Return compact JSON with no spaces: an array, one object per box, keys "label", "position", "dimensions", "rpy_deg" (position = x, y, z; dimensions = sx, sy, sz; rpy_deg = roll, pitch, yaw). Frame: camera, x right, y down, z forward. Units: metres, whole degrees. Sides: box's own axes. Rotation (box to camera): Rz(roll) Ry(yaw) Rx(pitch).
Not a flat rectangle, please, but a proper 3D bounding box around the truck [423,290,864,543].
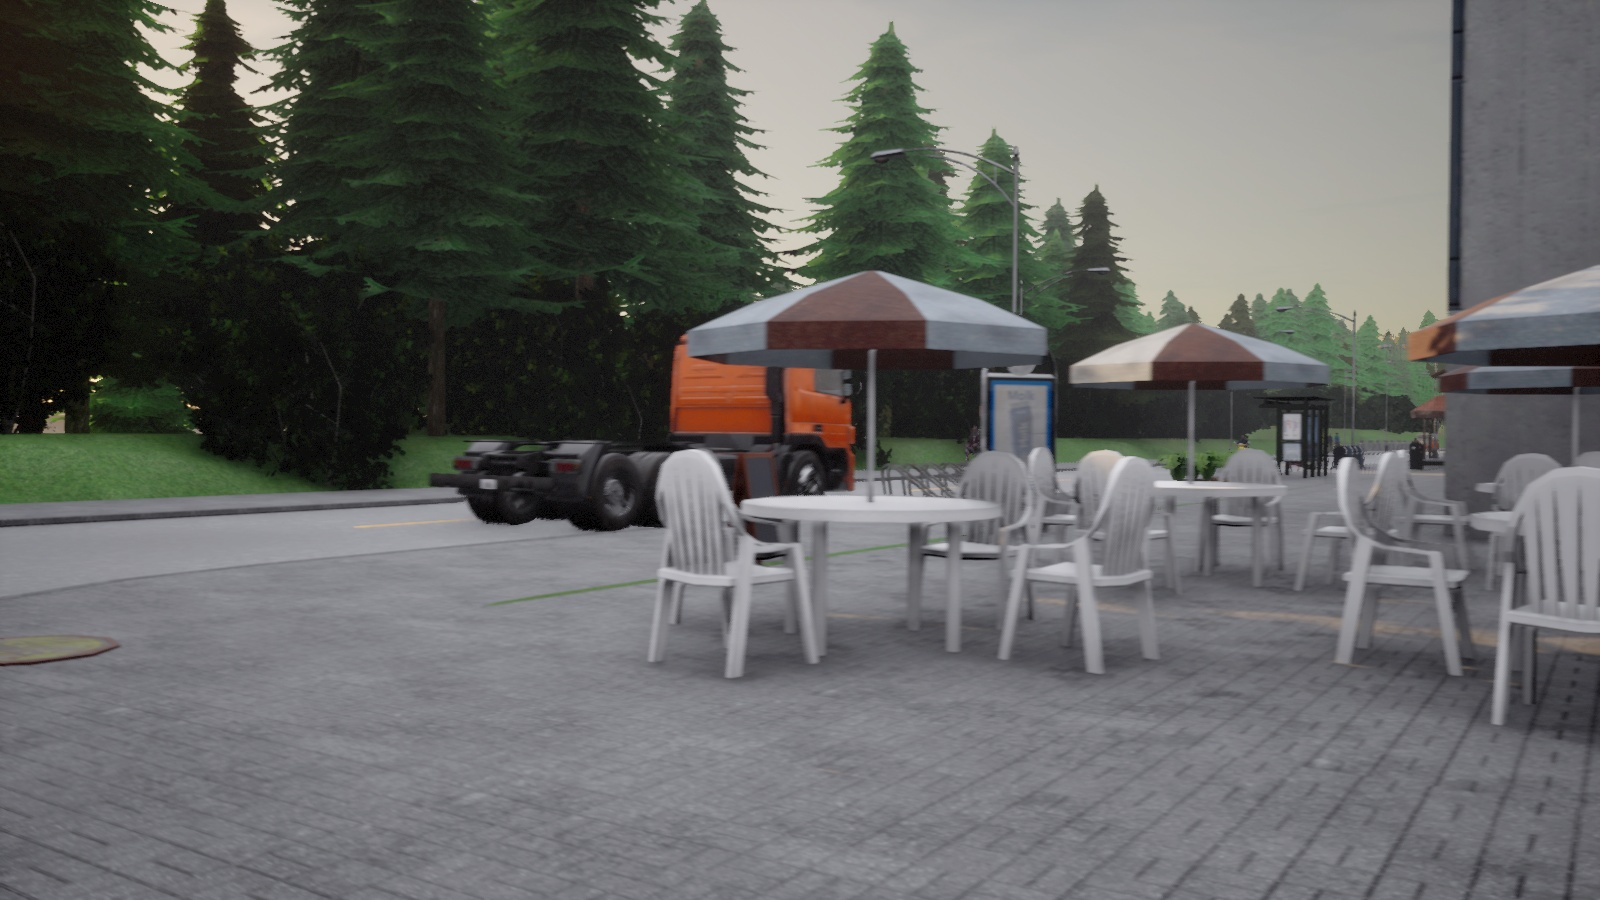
[{"label":"truck","position":[-2.214,-0.522,21.335],"dimensions":[2.891,3.462,7.936],"rpy_deg":[0,1,34]}]
